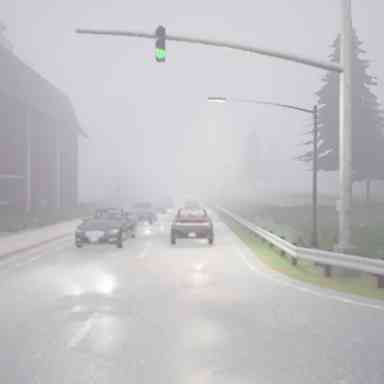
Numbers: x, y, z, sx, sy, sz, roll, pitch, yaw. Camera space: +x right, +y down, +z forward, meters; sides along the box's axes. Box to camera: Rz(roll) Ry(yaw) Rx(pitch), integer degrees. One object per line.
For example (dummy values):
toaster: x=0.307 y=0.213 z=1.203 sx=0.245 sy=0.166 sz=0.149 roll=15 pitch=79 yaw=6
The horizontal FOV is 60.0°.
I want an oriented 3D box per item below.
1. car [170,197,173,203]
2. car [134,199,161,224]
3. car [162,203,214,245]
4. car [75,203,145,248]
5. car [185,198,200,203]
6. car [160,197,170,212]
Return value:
car: x=-3.544 y=1.376 z=44.878 sx=1.882 sy=1.535 sz=5.008 roll=0 pitch=0 yaw=0
car: x=-3.593 y=1.451 z=24.125 sx=1.837 sy=1.490 sz=4.892 roll=0 pitch=0 yaw=0
car: x=0.004 y=1.466 z=15.473 sx=2.128 sy=1.511 sz=4.902 roll=0 pitch=0 yaw=0
car: x=-3.596 y=1.460 z=14.654 sx=2.128 sy=1.511 sz=4.902 roll=0 pitch=0 yaw=0
car: x=0.028 y=1.459 z=42.965 sx=2.033 sy=1.411 sz=5.357 roll=0 pitch=0 yaw=0
car: x=-3.587 y=1.448 z=34.390 sx=1.812 sy=1.442 sz=4.674 roll=0 pitch=0 yaw=0
